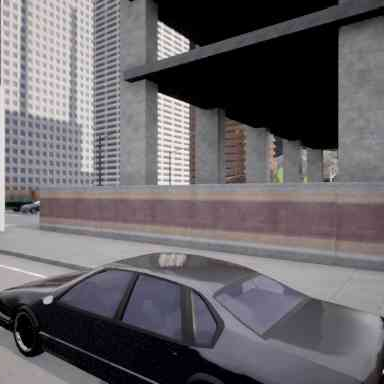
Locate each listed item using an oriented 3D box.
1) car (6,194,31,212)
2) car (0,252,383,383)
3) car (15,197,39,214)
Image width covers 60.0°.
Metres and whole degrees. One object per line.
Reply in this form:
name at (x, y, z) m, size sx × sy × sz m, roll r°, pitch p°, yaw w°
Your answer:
car at (-19.885, 1.221, 35.634) m, size 2.150 × 2.045 × 5.566 m, roll 0°, pitch 0°, yaw 36°
car at (-0.417, 1.547, 4.288) m, size 5.357 × 1.411 × 2.033 m, roll 0°, pitch 0°, yaw 35°
car at (-15.744, 1.526, 35.357) m, size 1.812 × 1.442 × 4.674 m, roll 0°, pitch 0°, yaw 36°
